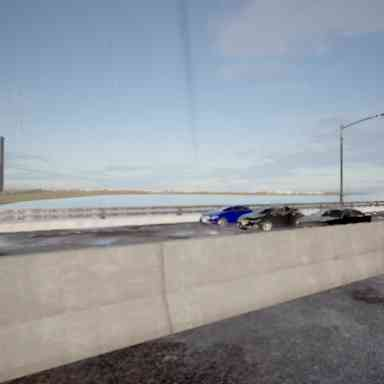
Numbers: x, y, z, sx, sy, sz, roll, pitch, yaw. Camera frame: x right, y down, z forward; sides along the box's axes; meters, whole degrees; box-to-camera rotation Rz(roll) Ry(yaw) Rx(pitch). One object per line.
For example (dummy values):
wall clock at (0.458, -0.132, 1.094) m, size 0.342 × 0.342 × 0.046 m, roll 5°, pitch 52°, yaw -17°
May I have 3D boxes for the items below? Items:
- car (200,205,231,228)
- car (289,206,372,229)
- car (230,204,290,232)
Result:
car at (2.701, 1.598, 23.034) m, size 4.674 × 1.442 × 1.812 m, roll 0°, pitch 0°, yaw -35°
car at (7.818, 1.557, 18.092) m, size 5.008 × 1.535 × 1.882 m, roll 0°, pitch 0°, yaw -35°
car at (4.935, 1.579, 20.343) m, size 4.892 × 1.490 × 1.837 m, roll 0°, pitch 0°, yaw -35°
